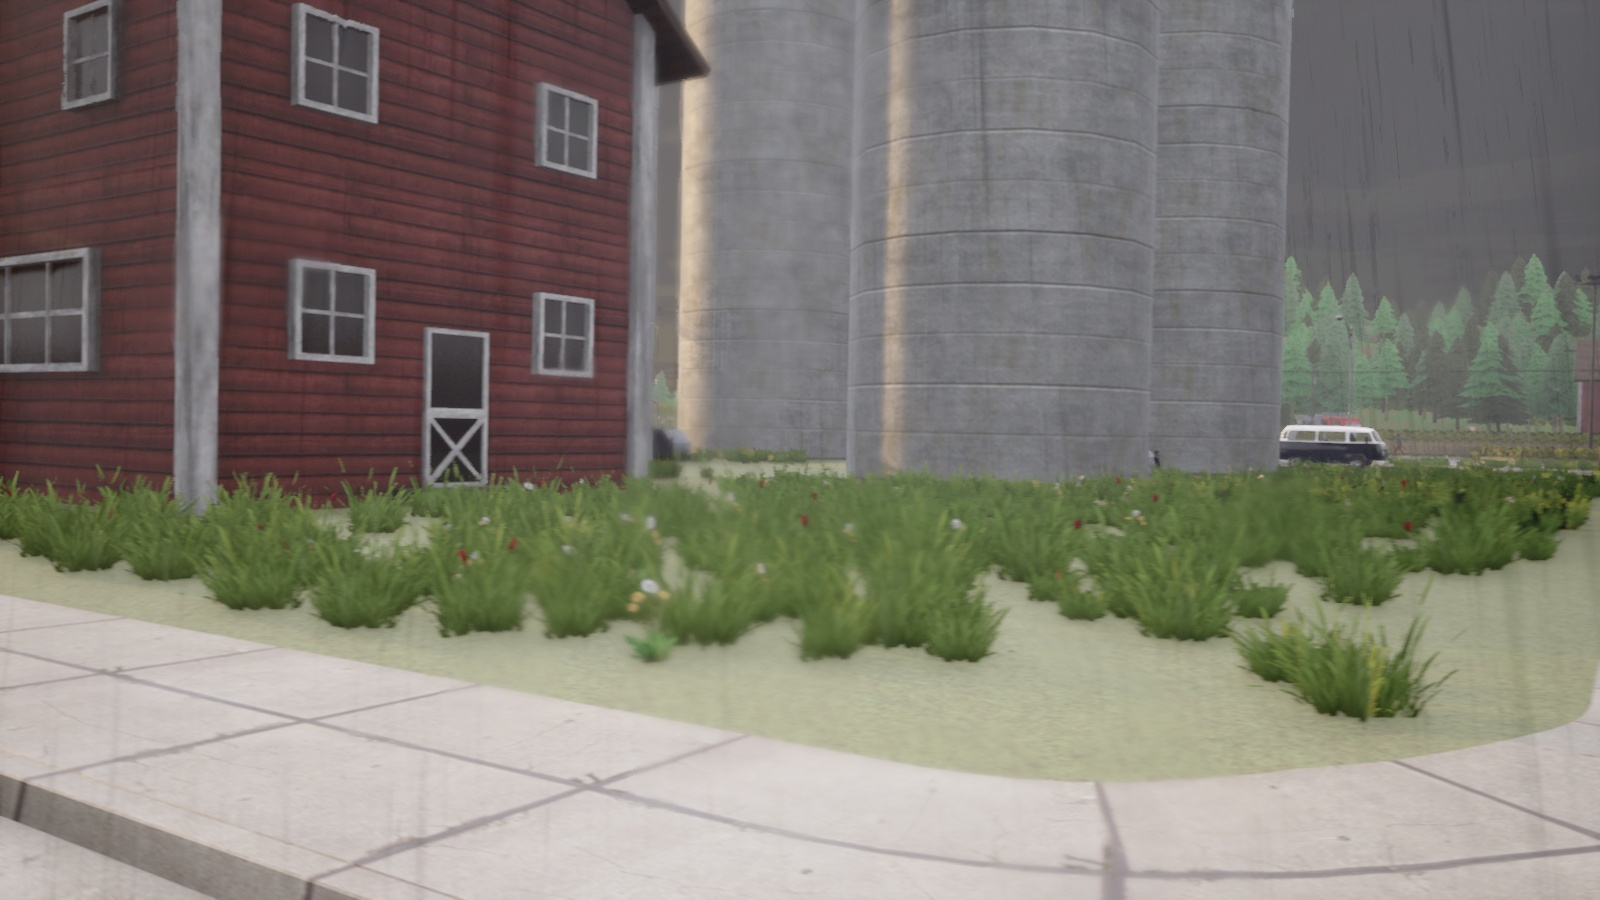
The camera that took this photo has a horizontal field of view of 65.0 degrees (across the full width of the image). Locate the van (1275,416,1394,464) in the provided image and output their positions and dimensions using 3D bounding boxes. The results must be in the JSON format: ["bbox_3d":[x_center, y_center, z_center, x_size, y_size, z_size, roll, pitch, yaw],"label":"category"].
[{"bbox_3d":[23.441,-0.480,55.144,4.480,2.038,2.069,1,1,33],"label":"van"}]

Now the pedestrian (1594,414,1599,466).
[{"bbox_3d":[29.925,-0.371,46.480,0.873,1.952,0.659,1,1,35],"label":"pedestrian"}]
